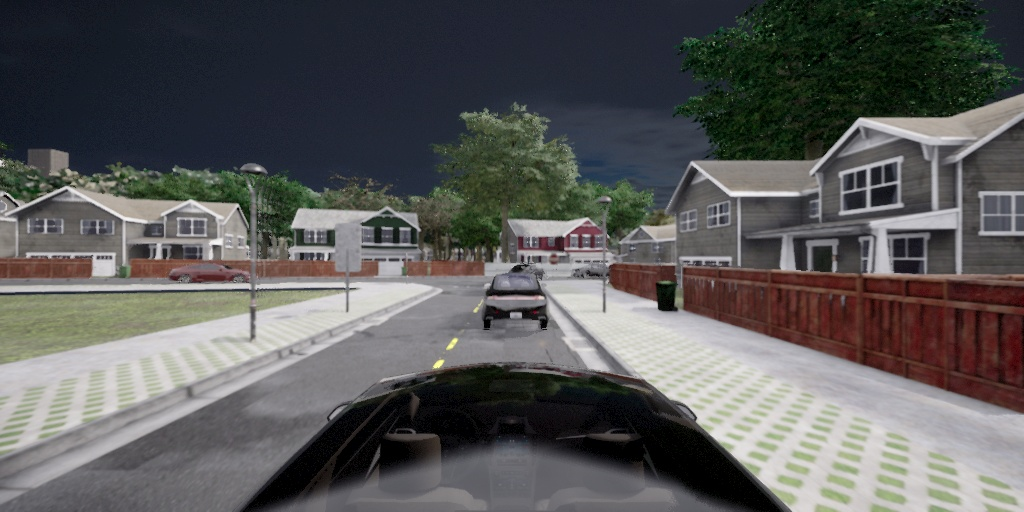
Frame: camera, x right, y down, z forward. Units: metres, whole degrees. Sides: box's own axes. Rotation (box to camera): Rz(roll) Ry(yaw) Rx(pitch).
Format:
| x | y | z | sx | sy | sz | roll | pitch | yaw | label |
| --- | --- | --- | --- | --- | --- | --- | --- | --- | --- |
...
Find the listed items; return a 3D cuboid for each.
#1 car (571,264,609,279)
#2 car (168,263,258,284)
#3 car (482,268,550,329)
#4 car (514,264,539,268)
| x | y | z | sx | sy | sz | roll | pitch | yaw | label |
| --- | --- | --- | --- | --- | --- | --- | --- | --- | --- |
| 8.466 | 1.562 | 37.267 | 4.902 | 1.511 | 2.128 | 1 | 0 | -20 | car |
| -19.734 | 1.175 | 23.879 | 4.674 | 1.442 | 1.812 | 1 | 0 | -20 | car |
| 0.102 | 1.299 | 11.478 | 2.128 | 1.511 | 4.902 | 0 | 0 | 0 | car |
| 1.410 | 1.434 | 30.294 | 1.837 | 1.490 | 4.892 | -3 | -2 | 26 | car |
